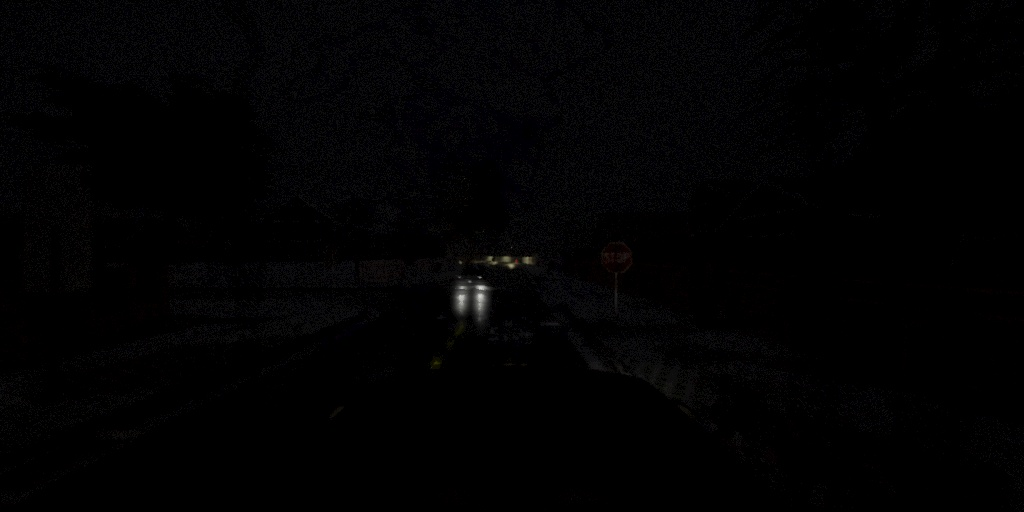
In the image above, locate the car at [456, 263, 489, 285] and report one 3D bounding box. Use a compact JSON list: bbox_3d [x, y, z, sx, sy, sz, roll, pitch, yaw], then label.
[{"bbox_3d":[-2.624,1.202,25.102,2.033,1.411,5.357,0,1,0],"label":"car"}]
